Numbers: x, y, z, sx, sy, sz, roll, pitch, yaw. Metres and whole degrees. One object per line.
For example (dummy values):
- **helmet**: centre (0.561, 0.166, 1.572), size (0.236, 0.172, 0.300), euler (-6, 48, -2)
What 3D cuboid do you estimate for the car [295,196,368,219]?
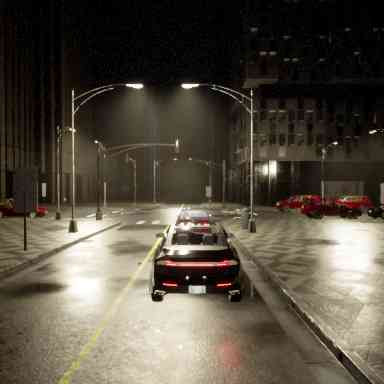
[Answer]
- **car**: centre (12.083, 1.463, 29.152), size (5.009, 1.841, 2.192), euler (0, 1, 0)

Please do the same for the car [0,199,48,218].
- **car**: centre (-14.959, 1.567, 29.035), size (4.507, 1.381, 1.887), euler (0, 1, 0)

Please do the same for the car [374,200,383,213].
- **car**: centre (23.340, 1.635, 37.729), size (4.313, 1.339, 1.947), euler (0, 1, 0)

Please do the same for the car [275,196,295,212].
- **car**: centre (12.055, 1.326, 37.676), size (5.009, 1.841, 2.192), euler (0, 1, 0)

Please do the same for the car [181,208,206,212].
- **car**: centre (0.077, 1.550, 17.944), size (2.033, 1.411, 5.357), euler (0, 0, 0)

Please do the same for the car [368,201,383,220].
- **car**: centre (17.725, 1.743, 29.180), size (4.313, 1.339, 1.947), euler (0, 1, 0)

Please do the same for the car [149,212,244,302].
- **car**: centre (0.089, 1.490, 8.235), size (2.128, 1.511, 4.902), euler (0, 0, 0)

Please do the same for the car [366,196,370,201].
- **car**: centre (17.699, 1.354, 37.701), size (5.009, 1.841, 2.192), euler (0, 1, 0)
